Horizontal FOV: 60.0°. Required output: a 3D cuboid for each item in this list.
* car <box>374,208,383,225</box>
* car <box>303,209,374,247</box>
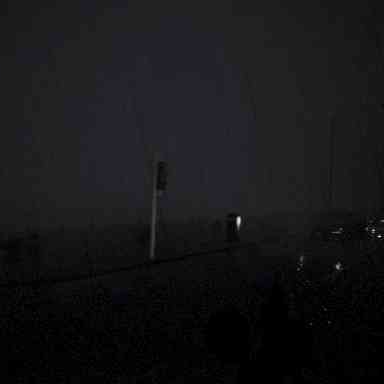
[{"bbox_3d":[15.237,1.971,25.844,1.994,1.385,4.181,3,1,40],"label":"car"},{"bbox_3d":[7.164,1.633,16.370,1.882,1.535,5.008,3,1,40],"label":"car"}]
